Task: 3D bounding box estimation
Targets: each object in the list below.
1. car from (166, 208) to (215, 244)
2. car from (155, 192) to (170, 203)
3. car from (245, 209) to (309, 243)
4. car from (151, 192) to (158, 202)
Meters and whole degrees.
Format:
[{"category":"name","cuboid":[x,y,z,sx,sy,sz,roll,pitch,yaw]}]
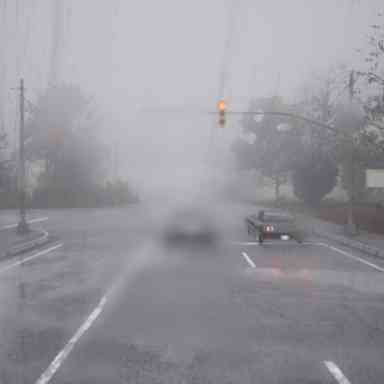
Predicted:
[{"category":"car","cuboid":[-0.180,1.396,14.918,1.994,1.385,4.181,0,1,-4]},{"category":"car","cuboid":[-4.811,1.175,56.421,2.033,1.411,5.357,0,0,-6]},{"category":"car","cuboid":[3.609,1.432,15.026,1.895,1.301,4.718,0,1,1]},{"category":"car","cuboid":[-7.693,1.032,72.247,2.150,2.045,5.566,0,-1,-13]}]
